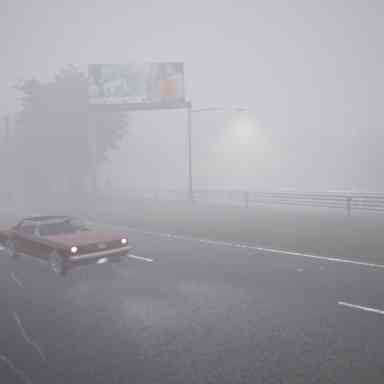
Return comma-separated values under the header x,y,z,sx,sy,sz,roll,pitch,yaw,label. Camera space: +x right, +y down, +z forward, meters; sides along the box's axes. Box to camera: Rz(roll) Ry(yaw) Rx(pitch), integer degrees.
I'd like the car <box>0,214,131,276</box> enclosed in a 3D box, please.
x,y,z,sx,sy,sz,roll,pitch,yaw,label
-3.908,1.386,9.851,4.718,1.301,1.895,1,3,42,car
